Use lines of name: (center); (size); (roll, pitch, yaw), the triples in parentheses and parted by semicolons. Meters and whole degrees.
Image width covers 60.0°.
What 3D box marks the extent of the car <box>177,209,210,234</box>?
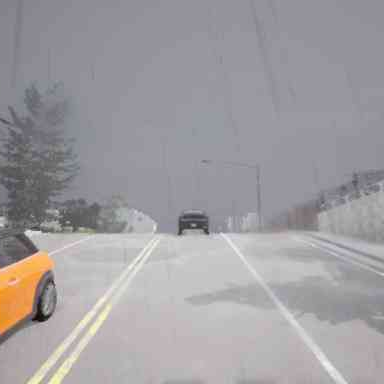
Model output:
car: (0.095, 1.890, 21.051); (1.837, 1.490, 4.892); (0, -7, 0)

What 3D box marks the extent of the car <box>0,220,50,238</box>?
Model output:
car: (-14.852, 3.166, 28.190); (4.718, 1.301, 1.895); (0, -11, -2)

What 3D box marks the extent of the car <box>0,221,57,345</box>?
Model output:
car: (-3.586, 1.376, 4.327); (2.097, 1.767, 4.553); (0, 0, 0)
